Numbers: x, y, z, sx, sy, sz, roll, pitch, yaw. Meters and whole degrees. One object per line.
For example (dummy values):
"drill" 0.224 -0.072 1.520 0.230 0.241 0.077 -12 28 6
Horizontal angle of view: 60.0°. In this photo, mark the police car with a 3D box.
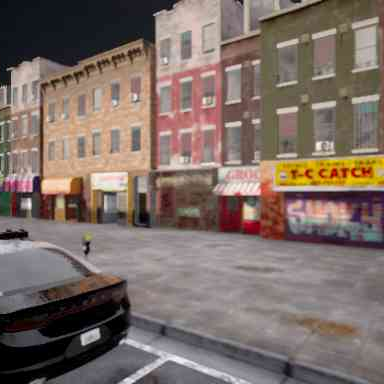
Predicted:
"police car" -3.253 1.435 5.266 5.238 1.638 1.930 0 0 35
